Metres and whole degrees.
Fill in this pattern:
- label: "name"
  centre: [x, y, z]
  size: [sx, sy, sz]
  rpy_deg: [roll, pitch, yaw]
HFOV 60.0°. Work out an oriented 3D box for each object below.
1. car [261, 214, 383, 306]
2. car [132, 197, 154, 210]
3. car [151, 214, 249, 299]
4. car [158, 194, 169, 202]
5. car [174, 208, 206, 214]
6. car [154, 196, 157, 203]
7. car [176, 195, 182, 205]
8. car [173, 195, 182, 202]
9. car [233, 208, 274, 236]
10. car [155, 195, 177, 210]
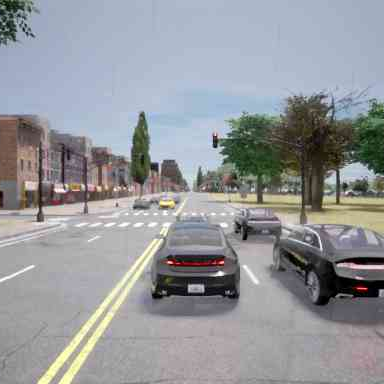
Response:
- label: "car"
  centre: [3.328, 1.515, 8.065]
  size: [2.128, 1.511, 4.902]
  rpy_deg: [0, 0, 0]
- label: "car"
  centre: [-6.606, 1.671, 44.004]
  size: [1.994, 1.385, 4.181]
  rpy_deg: [0, 0, 0]
- label: "car"
  centre: [0.080, 1.531, 8.506]
  size: [1.837, 1.490, 4.892]
  rpy_deg: [0, 0, 0]
- label: "car"
  centre: [-6.516, 1.348, 76.467]
  size: [2.128, 1.511, 4.902]
  rpy_deg: [0, 0, 0]
- label: "car"
  centre: [0.048, 1.689, 17.811]
  size: [1.895, 1.301, 4.718]
  rpy_deg: [0, 0, 0]
- label: "car"
  centre: [-6.577, 1.521, 61.122]
  size: [2.033, 1.411, 5.357]
  rpy_deg: [0, 0, 0]
- label: "car"
  centre: [-3.335, 1.547, 60.020]
  size: [1.994, 1.385, 4.181]
  rpy_deg: [0, 1, 0]
- label: "car"
  centre: [-3.266, 1.372, 75.719]
  size: [2.033, 1.411, 5.357]
  rpy_deg: [0, 0, 0]
- label: "car"
  centre: [3.294, 1.576, 17.275]
  size: [2.128, 1.511, 4.902]
  rpy_deg: [0, 0, 0]
- label: "car"
  centre: [-3.356, 1.582, 44.579]
  size: [1.882, 1.535, 5.008]
  rpy_deg: [0, 0, 0]
